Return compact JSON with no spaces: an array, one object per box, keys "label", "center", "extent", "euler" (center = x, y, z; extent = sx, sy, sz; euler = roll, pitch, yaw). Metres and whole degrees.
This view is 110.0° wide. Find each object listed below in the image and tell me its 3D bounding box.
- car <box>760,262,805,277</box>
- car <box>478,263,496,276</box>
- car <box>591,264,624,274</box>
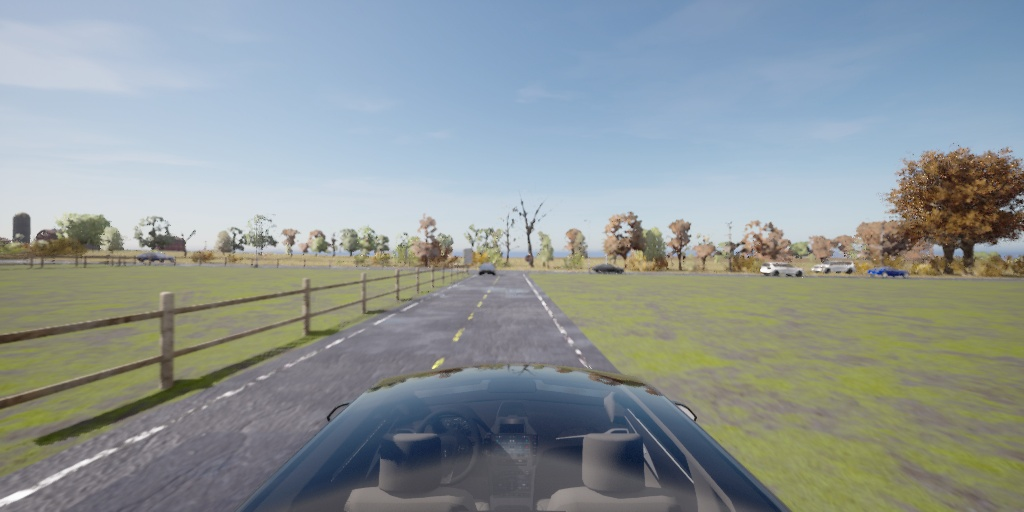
[{"label":"car","center":[39.155,1.978,52.005],"extent":[5.566,2.045,2.150],"euler":[1,1,0]},{"label":"car","center":[-2.744,1.491,40.872],"extent":[2.033,1.411,5.357],"euler":[0,0,0]},{"label":"car","center":[13.923,1.829,52.070],"extent":[4.674,1.442,1.812],"euler":[1,1,0]}]
